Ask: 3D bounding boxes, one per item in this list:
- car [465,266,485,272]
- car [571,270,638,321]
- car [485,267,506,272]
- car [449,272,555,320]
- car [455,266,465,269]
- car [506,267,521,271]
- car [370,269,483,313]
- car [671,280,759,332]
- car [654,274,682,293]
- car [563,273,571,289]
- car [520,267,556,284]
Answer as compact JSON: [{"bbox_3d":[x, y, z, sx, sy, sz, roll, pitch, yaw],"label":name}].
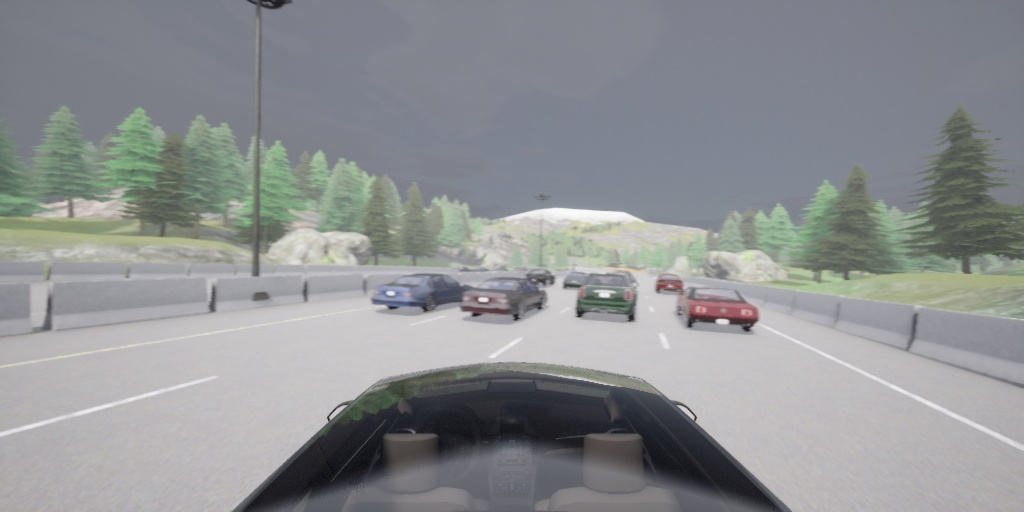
[{"bbox_3d":[-5.591,2.620,62.591,2.033,1.411,5.357,1,-2,19],"label":"car"},{"bbox_3d":[3.910,1.431,14.417,2.097,1.767,4.553,1,-1,19],"label":"car"},{"bbox_3d":[-2.172,2.662,61.830,2.128,1.511,4.902,1,-2,19],"label":"car"},{"bbox_3d":[-0.074,1.489,13.654,2.033,1.411,5.357,1,-1,19],"label":"car"},{"bbox_3d":[-8.980,2.505,63.491,1.812,1.442,4.674,1,-2,19],"label":"car"},{"bbox_3d":[1.165,2.608,60.769,2.097,1.767,4.553,1,-2,19],"label":"car"},{"bbox_3d":[-3.379,1.407,14.800,2.033,1.411,5.357,1,-1,19],"label":"car"},{"bbox_3d":[7.061,1.749,12.849,1.895,1.301,4.718,1,-1,19],"label":"car"},{"bbox_3d":[12.543,2.159,28.827,1.882,1.535,5.008,1,-1,19],"label":"car"},{"bbox_3d":[5.535,2.042,29.997,1.994,1.385,4.181,1,-1,19],"label":"car"},{"bbox_3d":[2.614,1.914,32.235,1.882,1.535,5.008,1,-1,19],"label":"car"}]
